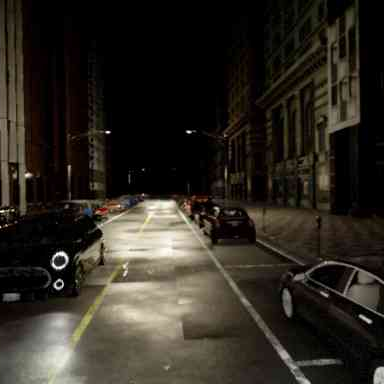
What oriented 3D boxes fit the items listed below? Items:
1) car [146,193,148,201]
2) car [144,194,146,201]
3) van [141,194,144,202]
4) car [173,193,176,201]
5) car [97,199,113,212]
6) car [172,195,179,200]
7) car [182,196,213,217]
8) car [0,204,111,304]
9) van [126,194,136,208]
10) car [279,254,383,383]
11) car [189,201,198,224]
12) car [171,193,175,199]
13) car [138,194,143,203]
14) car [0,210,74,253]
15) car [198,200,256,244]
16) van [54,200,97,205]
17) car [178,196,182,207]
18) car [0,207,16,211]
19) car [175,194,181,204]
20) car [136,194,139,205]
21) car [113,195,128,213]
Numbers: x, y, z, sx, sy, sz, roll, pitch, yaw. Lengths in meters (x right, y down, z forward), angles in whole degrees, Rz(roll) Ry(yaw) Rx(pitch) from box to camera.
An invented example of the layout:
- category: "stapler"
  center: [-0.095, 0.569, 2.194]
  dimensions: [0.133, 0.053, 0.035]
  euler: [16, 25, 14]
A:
- category: "car"
  center: [-11.891, 1.323, 76.717]
  dimensions: [2.192, 1.841, 5.009]
  euler: [-1, 0, -5]
- category: "car"
  center: [-11.434, 1.453, 71.098]
  dimensions: [1.967, 1.590, 4.097]
  euler: [-1, 0, -5]
- category: "van"
  center: [-10.982, 1.358, 65.480]
  dimensions: [1.690, 1.788, 3.998]
  euler: [-1, 0, -5]
- category: "car"
  center: [-2.027, 1.442, 60.556]
  dimensions: [1.947, 1.339, 4.313]
  euler: [-1, 0, -5]
- category: "car"
  center: [-7.799, 1.502, 26.152]
  dimensions: [1.967, 1.590, 4.097]
  euler: [-1, 0, -5]
- category: "car"
  center: [-4.753, 1.432, 94.265]
  dimensions: [1.802, 1.307, 4.206]
  euler: [-1, 0, -5]
- category: "car"
  center: [0.694, 1.232, 26.848]
  dimensions: [2.192, 1.841, 5.009]
  euler: [-1, 0, -5]
- category: "car"
  center: [-3.601, 1.389, 8.518]
  dimensions: [2.097, 1.767, 4.553]
  euler: [-1, 0, -5]
- category: "van"
  center: [-9.619, 1.375, 48.625]
  dimensions: [1.690, 1.788, 3.998]
  euler: [-1, 0, -5]
- category: "car"
  center: [2.516, 1.496, 4.377]
  dimensions: [2.008, 1.369, 4.403]
  euler: [-1, 0, -5]
- category: "car"
  center: [1.153, 1.490, 21.231]
  dimensions: [1.947, 1.339, 4.313]
  euler: [-1, 0, -5]
- category: "car"
  center: [-3.390, 1.444, 77.410]
  dimensions: [1.802, 1.307, 4.206]
  euler: [-1, 0, -5]
- category: "car"
  center: [-10.523, 1.573, 59.862]
  dimensions: [2.008, 1.369, 4.403]
  euler: [-1, 0, -5]
- category: "car"
  center: [-6.888, 1.621, 14.916]
  dimensions: [1.887, 1.381, 4.507]
  euler: [-1, 0, -5]
- category: "car"
  center: [1.605, 1.371, 15.612]
  dimensions: [1.967, 1.590, 4.097]
  euler: [-1, 0, -5]
- category: "van"
  center: [-7.347, 1.410, 20.534]
  dimensions: [1.690, 1.788, 3.998]
  euler: [-1, 0, -5]
- category: "car"
  center: [-0.210, 1.468, 38.085]
  dimensions: [1.947, 1.339, 4.313]
  euler: [-1, 0, -5]
- category: "car"
  center: [-6.438, 1.399, 9.296]
  dimensions: [2.192, 1.841, 5.009]
  euler: [-1, 0, -5]
- category: "car"
  center: [-1.121, 1.328, 49.320]
  dimensions: [1.967, 1.590, 4.097]
  euler: [-1, 0, -5]
- category: "car"
  center: [-10.056, 1.553, 54.075]
  dimensions: [1.752, 1.417, 4.829]
  euler: [-1, 0, -5]
- category: "car"
  center: [-8.708, 1.488, 37.389]
  dimensions: [1.967, 1.590, 4.097]
  euler: [-1, 0, -5]
